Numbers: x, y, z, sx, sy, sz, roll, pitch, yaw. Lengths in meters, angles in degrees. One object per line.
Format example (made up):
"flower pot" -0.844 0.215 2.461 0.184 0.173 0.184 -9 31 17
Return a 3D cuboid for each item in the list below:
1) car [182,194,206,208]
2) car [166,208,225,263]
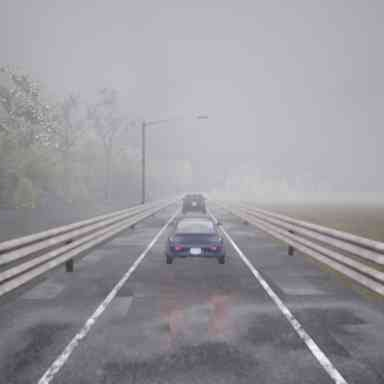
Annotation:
"car" 0.207 1.181 32.110 2.150 2.045 5.566 0 0 0
"car" 0.113 1.511 11.788 1.812 1.442 4.674 0 0 0
